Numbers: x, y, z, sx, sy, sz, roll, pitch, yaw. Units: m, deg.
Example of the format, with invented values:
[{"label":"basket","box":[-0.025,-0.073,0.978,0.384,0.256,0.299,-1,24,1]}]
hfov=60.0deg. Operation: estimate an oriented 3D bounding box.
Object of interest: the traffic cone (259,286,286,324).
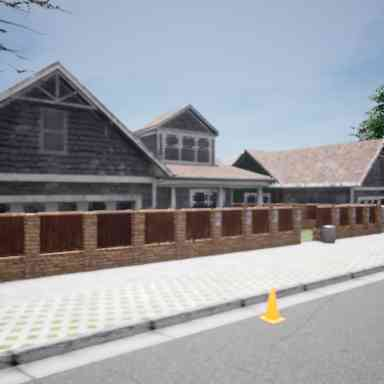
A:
[{"label":"traffic cone","box":[1.452,1.992,5.987,0.340,0.580,0.340,1,0,-35]}]
